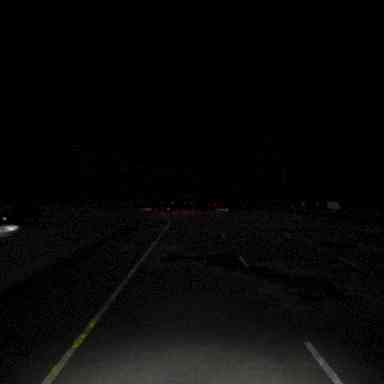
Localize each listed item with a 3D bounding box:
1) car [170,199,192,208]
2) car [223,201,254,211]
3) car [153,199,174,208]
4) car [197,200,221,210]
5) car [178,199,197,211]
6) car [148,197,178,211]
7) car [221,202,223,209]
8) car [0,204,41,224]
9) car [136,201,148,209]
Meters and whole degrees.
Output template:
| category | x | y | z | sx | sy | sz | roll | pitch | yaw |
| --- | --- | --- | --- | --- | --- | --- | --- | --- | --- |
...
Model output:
| category | x | y | z | sx | sy | sz | roll | pitch | yaw |
| --- | --- | --- | --- | --- | --- | --- | --- | --- | --- |
| car | -2.063 | 2.094 | 61.263 | 1.882 | 1.535 | 5.008 | 0 | -1 | -30 |
| car | 6.898 | 2.027 | 47.805 | 2.033 | 1.411 | 5.357 | 0 | -1 | -18 |
| car | -5.211 | 2.078 | 59.735 | 1.882 | 1.535 | 5.008 | 0 | -1 | -30 |
| car | 1.985 | 2.066 | 51.623 | 2.033 | 1.411 | 5.357 | 0 | -1 | -22 |
| car | -1.329 | 2.033 | 50.498 | 1.812 | 1.442 | 4.674 | 0 | -1 | -22 |
| car | -4.272 | 1.707 | 48.364 | 2.150 | 2.045 | 5.566 | 0 | -1 | -22 |
| car | 3.777 | 2.096 | 56.818 | 1.812 | 1.442 | 4.674 | 0 | -1 | -26 |
| car | -14.212 | 1.769 | 27.510 | 2.128 | 1.511 | 4.902 | 0 | -1 | -3 |
| car | -8.374 | 2.186 | 58.231 | 1.895 | 1.301 | 4.718 | 0 | -1 | -30 |
